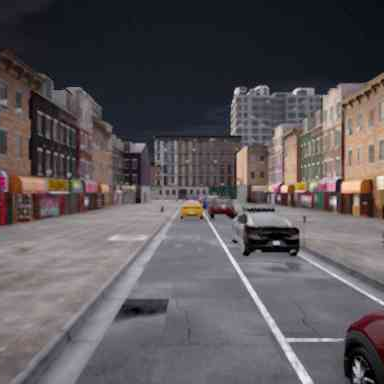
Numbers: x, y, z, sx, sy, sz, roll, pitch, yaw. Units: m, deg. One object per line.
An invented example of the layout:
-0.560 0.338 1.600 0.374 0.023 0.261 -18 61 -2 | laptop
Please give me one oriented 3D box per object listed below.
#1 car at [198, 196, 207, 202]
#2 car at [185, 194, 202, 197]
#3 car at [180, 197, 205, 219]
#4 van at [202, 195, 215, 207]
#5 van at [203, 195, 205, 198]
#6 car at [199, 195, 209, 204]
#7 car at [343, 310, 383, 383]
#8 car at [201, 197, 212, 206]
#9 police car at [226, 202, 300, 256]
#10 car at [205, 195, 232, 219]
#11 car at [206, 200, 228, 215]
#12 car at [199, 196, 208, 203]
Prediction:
2.412 1.638 78.750 2.008 1.369 4.403 0 0 0 | car
-0.055 1.272 45.794 2.150 2.045 5.566 0 0 0 | car
-0.017 1.509 29.745 1.882 1.535 5.008 0 0 0 | car
2.490 1.397 51.372 1.690 1.788 3.998 0 0 0 | van
2.521 1.384 40.421 1.690 1.788 3.998 0 0 0 | van
2.443 1.515 67.798 1.967 1.590 4.097 0 0 0 | car
2.632 1.440 2.093 1.967 1.590 4.097 0 0 0 | car
2.474 1.587 57.017 1.752 1.417 4.829 0 0 0 | car
2.715 1.436 13.288 1.930 1.638 5.238 0 0 0 | police car
2.553 1.344 29.470 2.192 1.841 5.009 0 0 0 | car
2.538 1.587 34.946 2.008 1.369 4.403 0 0 0 | car
2.427 1.606 73.444 1.752 1.417 4.829 0 0 0 | car
